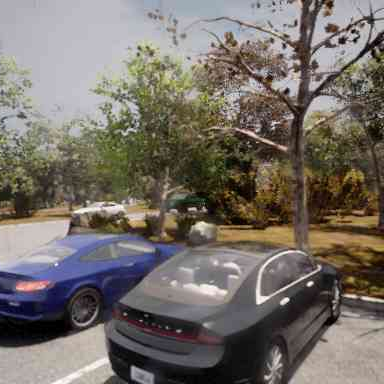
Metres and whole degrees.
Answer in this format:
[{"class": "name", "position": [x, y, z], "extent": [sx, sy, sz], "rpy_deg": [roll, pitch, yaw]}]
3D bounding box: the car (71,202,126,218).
[{"class": "car", "position": [-7.321, 1.547, 26.368], "extent": [1.812, 1.442, 4.674], "rpy_deg": [-4, -2, 34]}]

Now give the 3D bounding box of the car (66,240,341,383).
[{"class": "car", "position": [0.924, 1.498, 5.152], "extent": [2.231, 1.521, 4.892], "rpy_deg": [-1, 0, 36]}]

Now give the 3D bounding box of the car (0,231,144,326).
[{"class": "car", "position": [-1.740, 1.562, 7.058], "extent": [2.002, 1.452, 4.674], "rpy_deg": [-1, 0, 36]}]

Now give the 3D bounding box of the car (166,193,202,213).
[{"class": "car", "position": [-0.920, 1.109, 35.552], "extent": [2.150, 2.045, 5.566], "rpy_deg": [-4, -1, 35]}]
